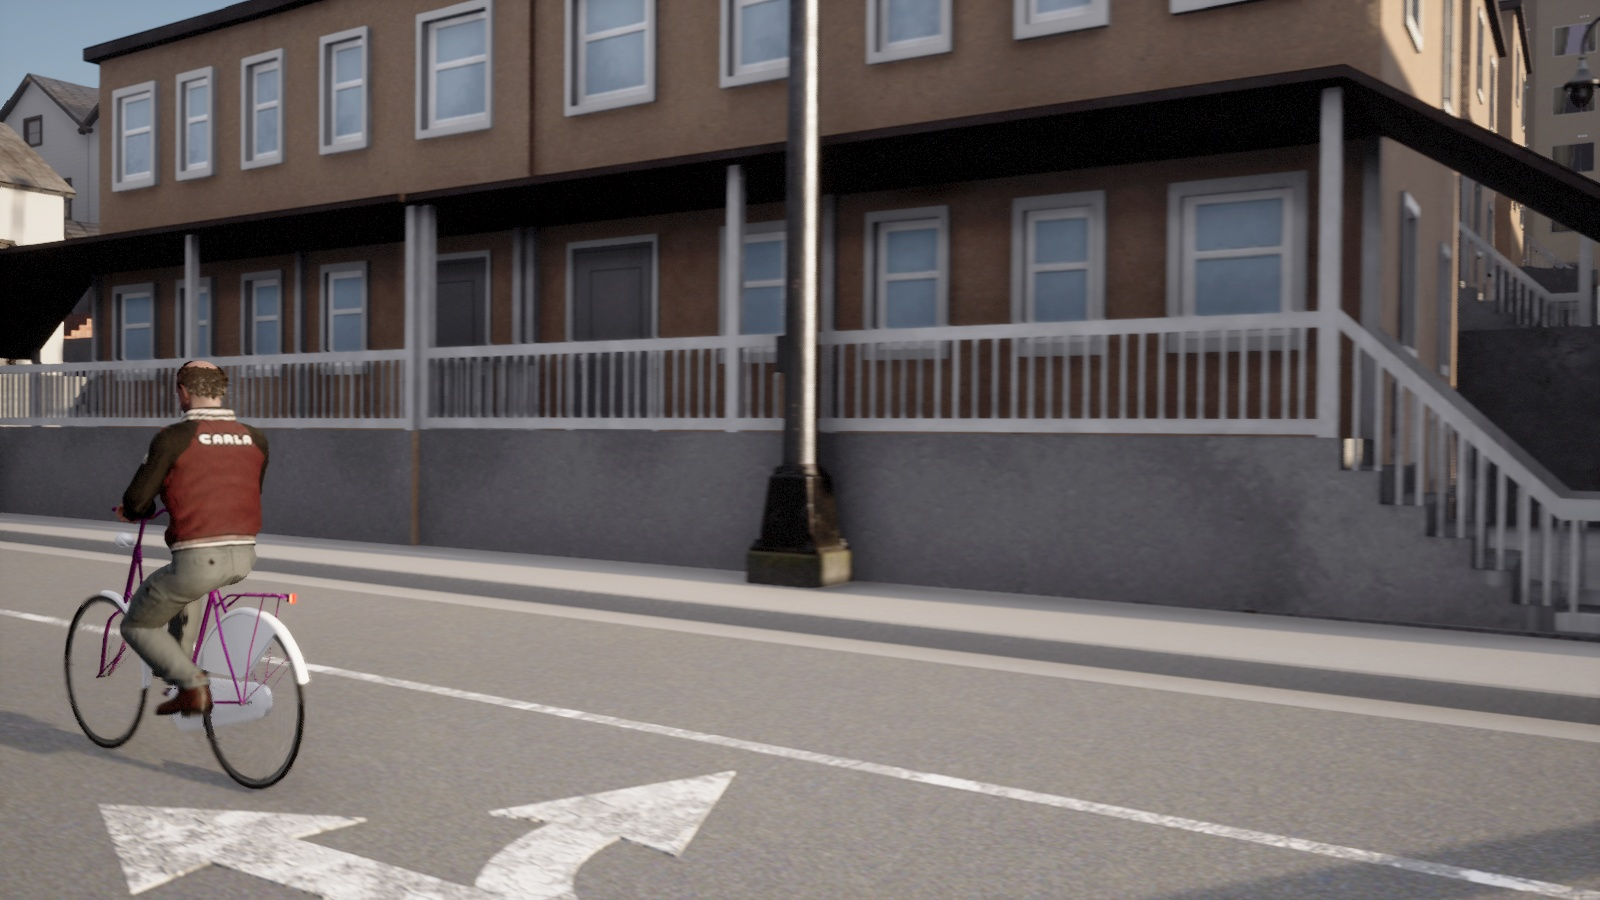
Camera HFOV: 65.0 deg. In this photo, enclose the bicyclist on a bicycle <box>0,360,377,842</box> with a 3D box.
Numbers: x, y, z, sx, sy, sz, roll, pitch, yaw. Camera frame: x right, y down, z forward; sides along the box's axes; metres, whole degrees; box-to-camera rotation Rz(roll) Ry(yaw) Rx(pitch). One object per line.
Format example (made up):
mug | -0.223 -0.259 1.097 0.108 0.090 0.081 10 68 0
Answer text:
bicyclist on a bicycle | -2.698 0.552 5.412 1.843 1.776 0.659 0 1 34
